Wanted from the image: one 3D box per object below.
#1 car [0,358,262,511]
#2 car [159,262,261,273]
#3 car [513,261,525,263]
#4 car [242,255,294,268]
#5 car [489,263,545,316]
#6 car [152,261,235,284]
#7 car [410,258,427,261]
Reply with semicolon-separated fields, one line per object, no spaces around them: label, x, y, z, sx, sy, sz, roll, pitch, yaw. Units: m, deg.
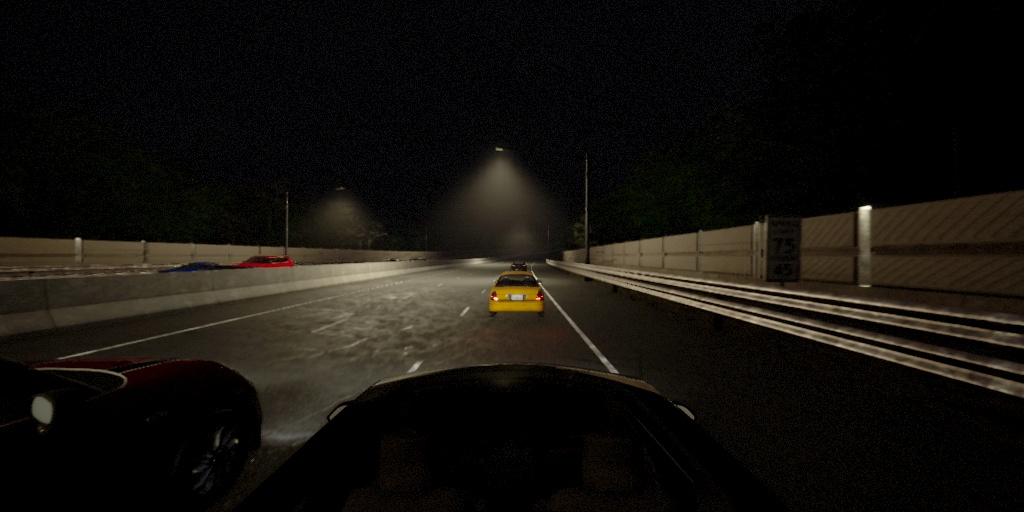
car;-3.387;1.102;1.475;2.097;1.767;4.553;0;0;0
car;-17.417;1.266;21.009;1.812;1.442;4.674;0;0;1
car;0.849;1.285;42.507;2.128;1.511;4.902;0;0;2
car;-20.733;0.966;29.980;2.150;2.045;5.566;0;0;2
car;0.176;1.207;13.245;1.801;1.575;5.366;0;0;1
car;-24.284;1.216;27.671;1.882;1.535;5.008;0;0;1
car;-15.886;1.315;63.144;1.812;1.442;4.674;0;0;3
